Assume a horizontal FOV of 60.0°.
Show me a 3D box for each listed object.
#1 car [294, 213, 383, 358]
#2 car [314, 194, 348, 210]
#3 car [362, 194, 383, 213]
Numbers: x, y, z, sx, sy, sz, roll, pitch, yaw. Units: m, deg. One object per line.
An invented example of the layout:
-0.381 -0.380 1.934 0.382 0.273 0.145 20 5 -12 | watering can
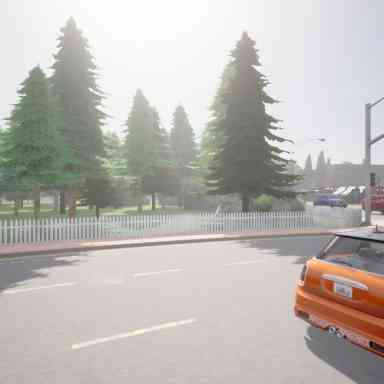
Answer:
3.966 1.352 5.453 4.553 1.767 2.097 0 0 -26 | car
18.033 1.277 43.691 2.150 2.045 5.566 0 0 -8 | car
19.419 1.277 33.192 2.150 2.045 5.566 0 0 -7 | car
